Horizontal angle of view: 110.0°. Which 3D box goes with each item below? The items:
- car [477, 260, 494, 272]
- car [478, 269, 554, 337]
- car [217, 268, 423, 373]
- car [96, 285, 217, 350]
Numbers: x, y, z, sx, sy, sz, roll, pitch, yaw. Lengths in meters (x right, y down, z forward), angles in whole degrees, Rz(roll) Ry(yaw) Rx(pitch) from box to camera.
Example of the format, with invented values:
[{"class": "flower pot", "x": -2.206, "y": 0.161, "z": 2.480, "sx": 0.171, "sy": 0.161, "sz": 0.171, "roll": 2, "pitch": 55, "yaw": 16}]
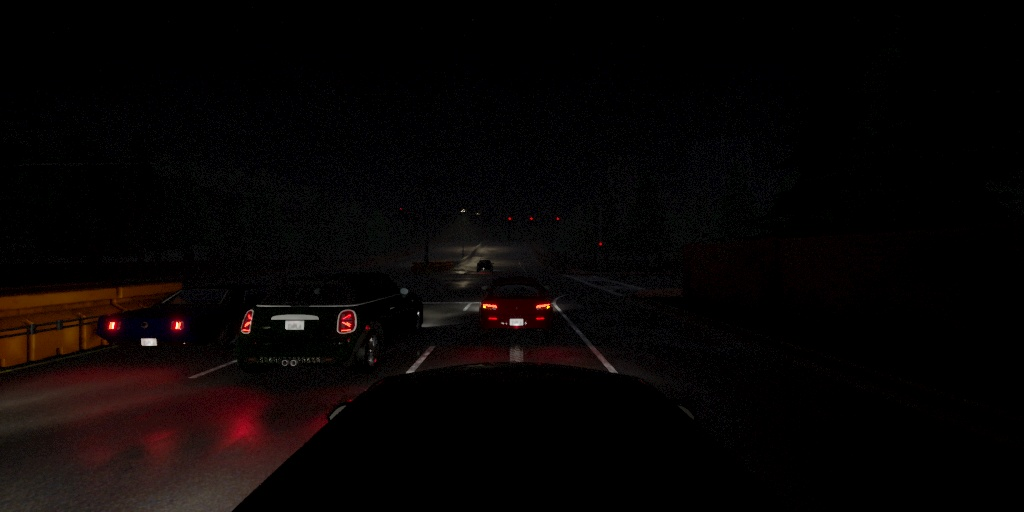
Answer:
[{"class": "car", "x": -3.410, "y": 1.255, "z": 45.472, "sx": 1.837, "sy": 1.490, "sz": 4.892, "roll": 0, "pitch": 0, "yaw": 0}, {"class": "car", "x": 0.097, "y": 1.276, "z": 10.120, "sx": 1.812, "sy": 1.442, "sz": 4.674, "roll": 0, "pitch": 0, "yaw": 0}, {"class": "car", "x": -3.400, "y": 1.102, "z": 7.730, "sx": 2.097, "sy": 1.767, "sz": 4.553, "roll": 0, "pitch": 0, "yaw": 0}, {"class": "car", "x": -6.902, "y": 1.351, "z": 9.044, "sx": 1.895, "sy": 1.301, "sz": 4.718, "roll": 0, "pitch": 0, "yaw": 0}]
